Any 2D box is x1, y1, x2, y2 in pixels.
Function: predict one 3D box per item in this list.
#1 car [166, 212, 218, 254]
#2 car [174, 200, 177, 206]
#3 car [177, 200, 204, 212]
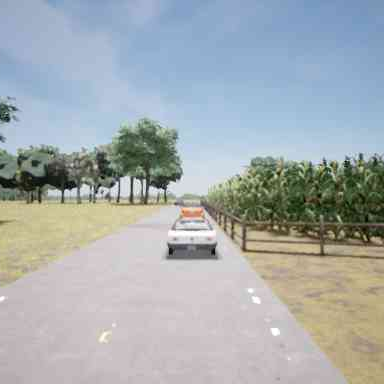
[{"bbox_3d":[0.008,1.736,14.116,1.895,1.301,4.718,0,-1,0],"label":"car"},{"bbox_3d":[-2.734,2.369,71.802,1.994,1.385,4.181,0,-1,0],"label":"car"},{"bbox_3d":[0.017,1.637,29.084,2.097,1.767,4.553,0,-1,0],"label":"car"}]
